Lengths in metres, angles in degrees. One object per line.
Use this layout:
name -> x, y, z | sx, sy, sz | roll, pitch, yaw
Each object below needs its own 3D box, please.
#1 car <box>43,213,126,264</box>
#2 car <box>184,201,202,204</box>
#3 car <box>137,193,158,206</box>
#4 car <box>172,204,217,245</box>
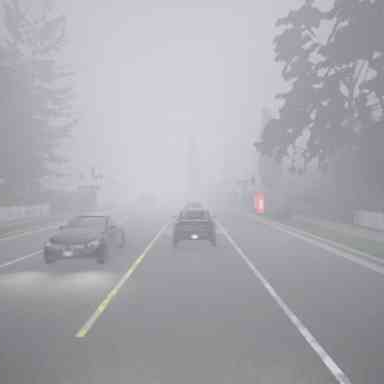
car -> -3.592, 1.526, 11.956 | 1.812, 1.442, 4.674 | 0, 0, 0
car -> 0.119, 1.565, 33.094 | 1.994, 1.385, 4.181 | 0, 0, 0
car -> -7.477, 1.255, 55.556 | 2.150, 2.045, 5.566 | 0, 0, -26
car -> 0.110, 1.505, 15.537 | 1.837, 1.490, 4.892 | 0, 0, 0
